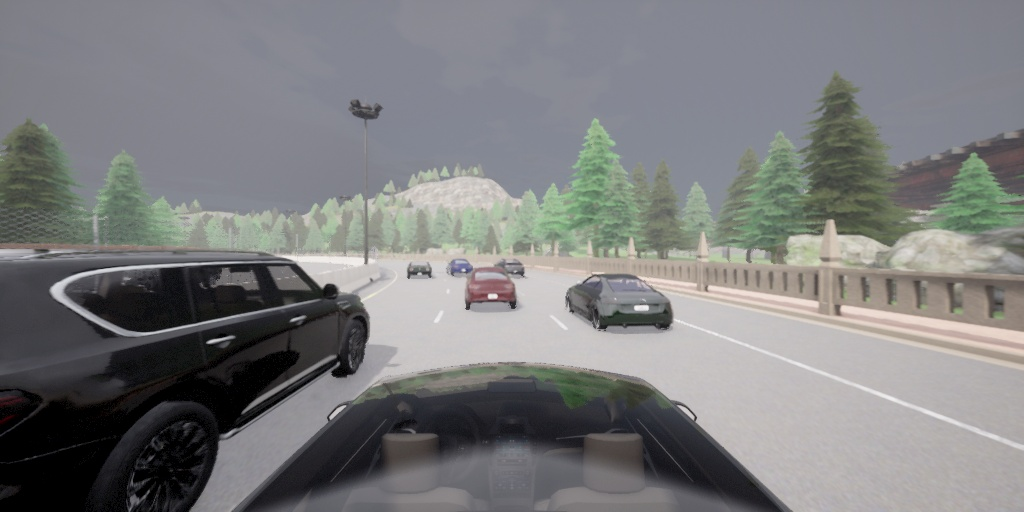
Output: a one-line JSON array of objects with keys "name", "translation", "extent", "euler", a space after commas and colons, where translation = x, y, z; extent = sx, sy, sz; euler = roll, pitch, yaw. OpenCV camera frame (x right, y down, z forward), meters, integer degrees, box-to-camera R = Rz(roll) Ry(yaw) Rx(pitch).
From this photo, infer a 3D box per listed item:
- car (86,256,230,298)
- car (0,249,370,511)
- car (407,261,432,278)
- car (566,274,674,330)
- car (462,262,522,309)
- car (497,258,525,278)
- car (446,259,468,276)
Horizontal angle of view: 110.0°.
[{"name": "car", "translation": [-15.280, 0.795, 16.007], "extent": [2.128, 1.511, 4.902], "euler": [0, 1, -10]}, {"name": "car", "translation": [-3.558, 0.951, 4.082], "extent": [2.150, 2.045, 5.566], "euler": [0, 1, -2]}, {"name": "car", "translation": [-7.707, 1.052, 29.643], "extent": [1.895, 1.301, 4.718], "euler": [0, 1, -16]}, {"name": "car", "translation": [2.964, 1.209, 10.693], "extent": [1.994, 1.385, 4.181], "euler": [0, 1, -5]}, {"name": "car", "translation": [-0.928, 1.139, 14.076], "extent": [1.812, 1.442, 4.674], "euler": [0, 1, -7]}, {"name": "car", "translation": [-0.358, 0.936, 29.160], "extent": [2.128, 1.511, 4.902], "euler": [0, 1, -14]}, {"name": "car", "translation": [-4.595, 0.955, 31.213], "extent": [1.812, 1.442, 4.674], "euler": [0, 1, -17]}]
